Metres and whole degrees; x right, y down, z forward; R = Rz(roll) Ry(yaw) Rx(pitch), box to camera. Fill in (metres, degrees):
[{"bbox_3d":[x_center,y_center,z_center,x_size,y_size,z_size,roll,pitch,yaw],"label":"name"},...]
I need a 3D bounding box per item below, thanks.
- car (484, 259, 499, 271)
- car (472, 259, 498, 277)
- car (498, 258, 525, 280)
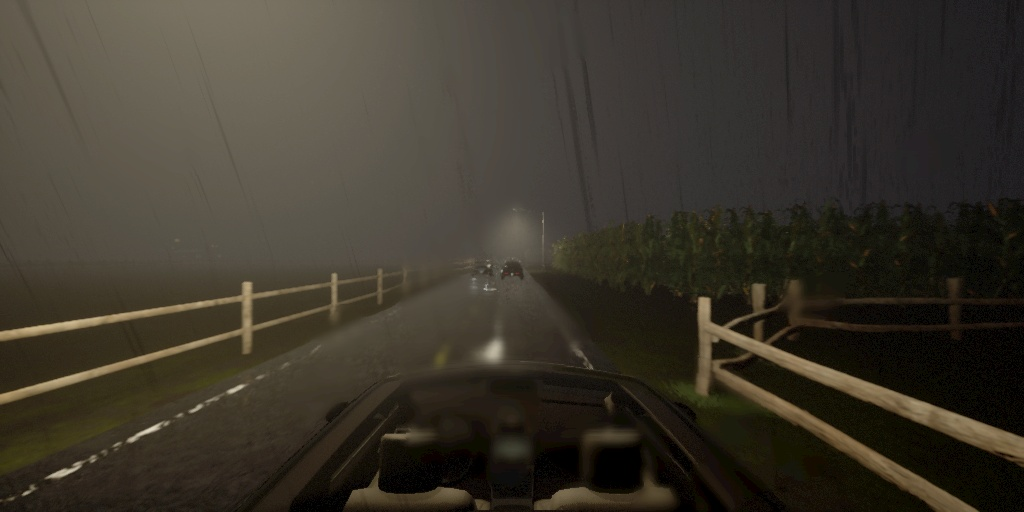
[{"bbox_3d":[-2.721,1.170,48.329,1.837,1.490,4.892,0,0,0],"label":"car"},{"bbox_3d":[-2.729,1.156,34.527,2.128,1.511,4.902,0,0,0],"label":"car"},{"bbox_3d":[0.029,1.181,30.797,1.837,1.490,4.892,0,0,1],"label":"car"}]
